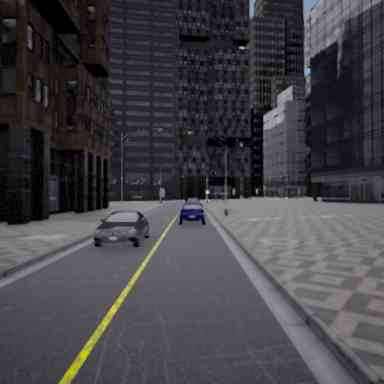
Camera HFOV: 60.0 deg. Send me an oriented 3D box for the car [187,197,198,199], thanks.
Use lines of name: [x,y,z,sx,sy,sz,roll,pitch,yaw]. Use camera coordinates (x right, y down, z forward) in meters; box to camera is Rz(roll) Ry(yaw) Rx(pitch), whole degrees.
car: [0.081,1.461,43.164,2.097,1.767,4.553,0,0,0]

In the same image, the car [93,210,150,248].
car: [-3.020,1.552,15.152,1.812,1.442,4.674,0,0,1]

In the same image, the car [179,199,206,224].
car: [0.040,1.530,25.443,1.882,1.535,5.008,0,0,1]
